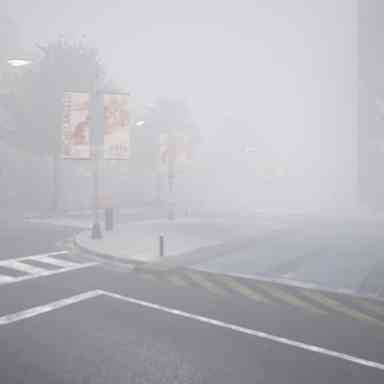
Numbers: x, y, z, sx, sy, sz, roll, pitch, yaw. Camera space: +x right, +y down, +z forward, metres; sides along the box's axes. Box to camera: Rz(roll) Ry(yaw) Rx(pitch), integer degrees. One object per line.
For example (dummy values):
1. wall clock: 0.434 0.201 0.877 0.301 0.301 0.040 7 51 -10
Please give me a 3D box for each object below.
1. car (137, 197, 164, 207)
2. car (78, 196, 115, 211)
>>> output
1. car: -5.951 1.494 48.702 1.812 1.442 4.674 0 0 35
2. car: -11.620 1.320 40.690 2.097 1.767 4.553 0 0 35
